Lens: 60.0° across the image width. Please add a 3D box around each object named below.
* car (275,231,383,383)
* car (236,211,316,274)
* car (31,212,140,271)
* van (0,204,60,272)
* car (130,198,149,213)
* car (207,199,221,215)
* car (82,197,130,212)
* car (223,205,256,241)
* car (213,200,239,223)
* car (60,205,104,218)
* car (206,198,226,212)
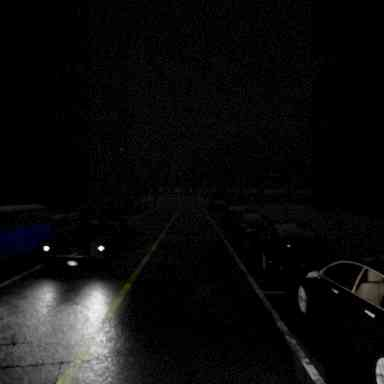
[{"bbox_3d":[2.750,1.530,4.542,2.008,1.369,4.403,0,0,0],"label":"car"},{"bbox_3d":[2.742,1.506,10.211,2.008,1.369,4.403,0,0,0],"label":"car"},{"bbox_3d":[-3.117,1.553,10.893,1.895,1.301,4.718,0,0,0],"label":"car"},{"bbox_3d":[-5.785,1.296,10.227,1.690,1.788,3.998,0,0,0],"label":"van"},{"bbox_3d":[-5.819,1.459,32.904,1.947,1.339,4.313,-1,0,0],"label":"car"},{"bbox_3d":[2.706,1.438,32.887,1.887,1.381,4.507,-1,0,0],"label":"car"},{"bbox_3d":[-5.803,1.231,21.564,2.192,1.841,5.009,0,0,0],"label":"car"},{"bbox_3d":[2.733,1.516,15.879,1.802,1.307,4.206,-1,0,0],"label":"car"},{"bbox_3d":[2.724,1.467,21.548,2.008,1.369,4.403,-1,0,0],"label":"car"},{"bbox_3d":[-5.792,1.516,15.897,1.802,1.307,4.206,0,0,0],"label":"car"},{"bbox_3d":[2.698,1.452,38.556,1.947,1.339,4.313,-1,0,0],"label":"car"}]
